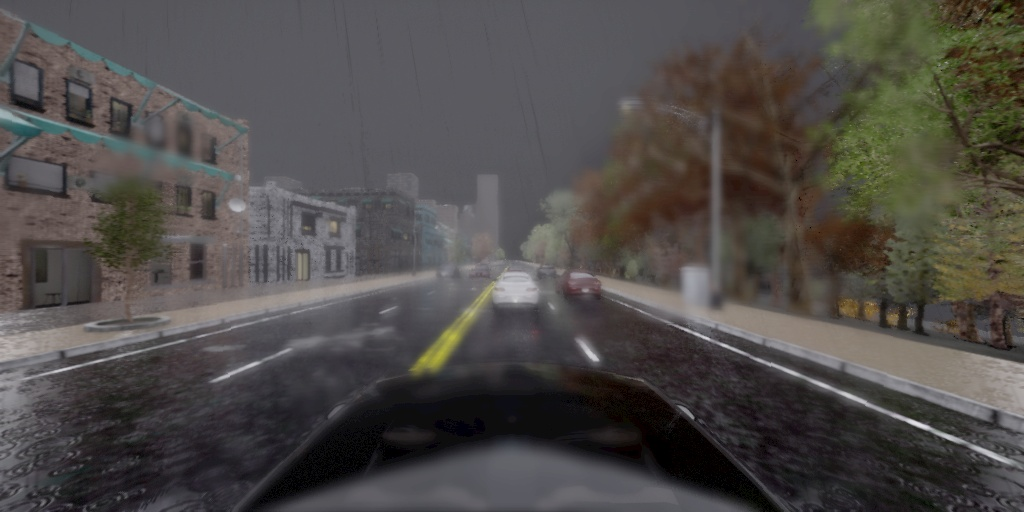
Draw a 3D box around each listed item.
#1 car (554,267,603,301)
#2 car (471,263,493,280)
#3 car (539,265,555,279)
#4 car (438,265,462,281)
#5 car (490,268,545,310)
[{"bbox_3d":[3.517,1.490,18.914,1.812,1.442,4.674,0,-1,1],"label":"car"},{"bbox_3d":[-2.980,1.742,36.542,1.994,1.385,4.181,0,-1,1],"label":"car"},{"bbox_3d":[3.723,1.682,37.226,2.128,1.511,4.902,0,-1,1],"label":"car"},{"bbox_3d":[-6.232,1.666,36.402,2.128,1.511,4.902,0,-1,1],"label":"car"},{"bbox_3d":[0.227,1.445,15.474,1.812,1.442,4.674,0,0,1],"label":"car"}]
